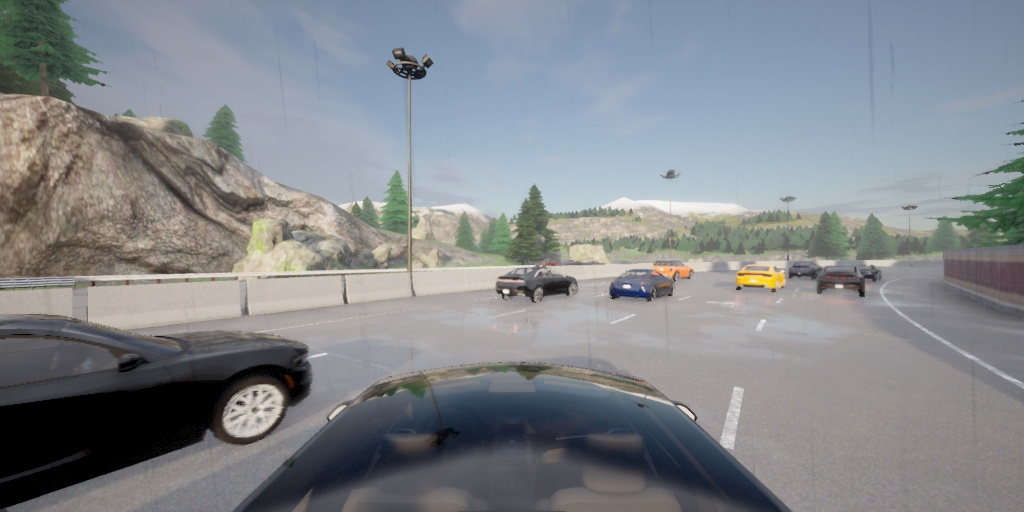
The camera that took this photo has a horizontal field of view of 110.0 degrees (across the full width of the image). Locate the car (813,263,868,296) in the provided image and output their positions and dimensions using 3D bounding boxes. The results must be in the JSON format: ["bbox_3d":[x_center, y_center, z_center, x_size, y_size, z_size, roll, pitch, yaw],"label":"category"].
[{"bbox_3d":[17.992,1.255,19.571,1.837,1.490,4.892,0,0,45],"label":"car"}]

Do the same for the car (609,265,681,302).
[{"bbox_3d":[6.330,1.314,17.225,1.994,1.385,4.181,0,0,40],"label":"car"}]

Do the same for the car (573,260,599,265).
[{"bbox_3d":[10.268,1.314,46.043,4.181,1.385,1.994,0,0,-40],"label":"car"}]

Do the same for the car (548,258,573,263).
[{"bbox_3d":[7.614,1.242,48.369,4.902,1.511,2.128,0,0,-41],"label":"car"}]

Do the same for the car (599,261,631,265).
[{"bbox_3d":[13.074,1.275,43.848,4.674,1.442,1.812,0,0,-40],"label":"car"}]

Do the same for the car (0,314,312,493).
[{"bbox_3d":[-4.388,1.227,2.967,1.882,1.535,5.008,0,0,33],"label":"car"}]

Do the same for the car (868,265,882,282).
[{"bbox_3d":[28.570,1.350,29.163,4.718,1.301,1.895,0,0,-39],"label":"car"}]

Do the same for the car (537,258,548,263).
[{"bbox_3d":[5.261,1.101,50.957,4.553,1.767,2.097,0,0,-41],"label":"car"}]

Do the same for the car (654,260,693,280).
[{"bbox_3d":[13.193,1.102,29.569,4.553,1.767,2.097,0,0,-44],"label":"car"}]

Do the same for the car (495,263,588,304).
[{"bbox_3d":[1.280,1.241,16.632,2.128,1.511,4.902,0,0,39],"label":"car"}]

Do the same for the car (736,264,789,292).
[{"bbox_3d":[14.936,1.228,21.457,1.882,1.535,5.008,0,0,44],"label":"car"}]

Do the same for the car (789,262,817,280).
[{"bbox_3d":[25.856,1.241,31.437,4.902,1.511,2.128,0,0,-40],"label":"car"}]
